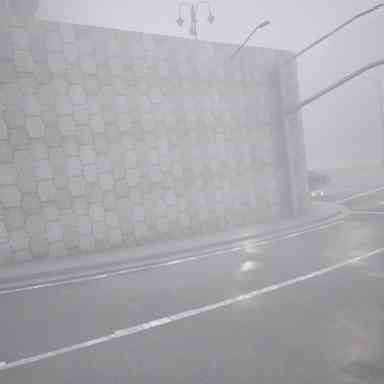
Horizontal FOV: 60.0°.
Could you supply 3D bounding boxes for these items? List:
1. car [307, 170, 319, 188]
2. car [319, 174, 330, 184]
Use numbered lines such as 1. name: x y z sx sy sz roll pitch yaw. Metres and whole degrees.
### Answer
1. car: 8.047 -0.739 29.591 2.033 1.411 5.357 -11 7 -35
2. car: 10.715 -1.344 31.799 1.837 1.490 4.892 -11 6 -34
